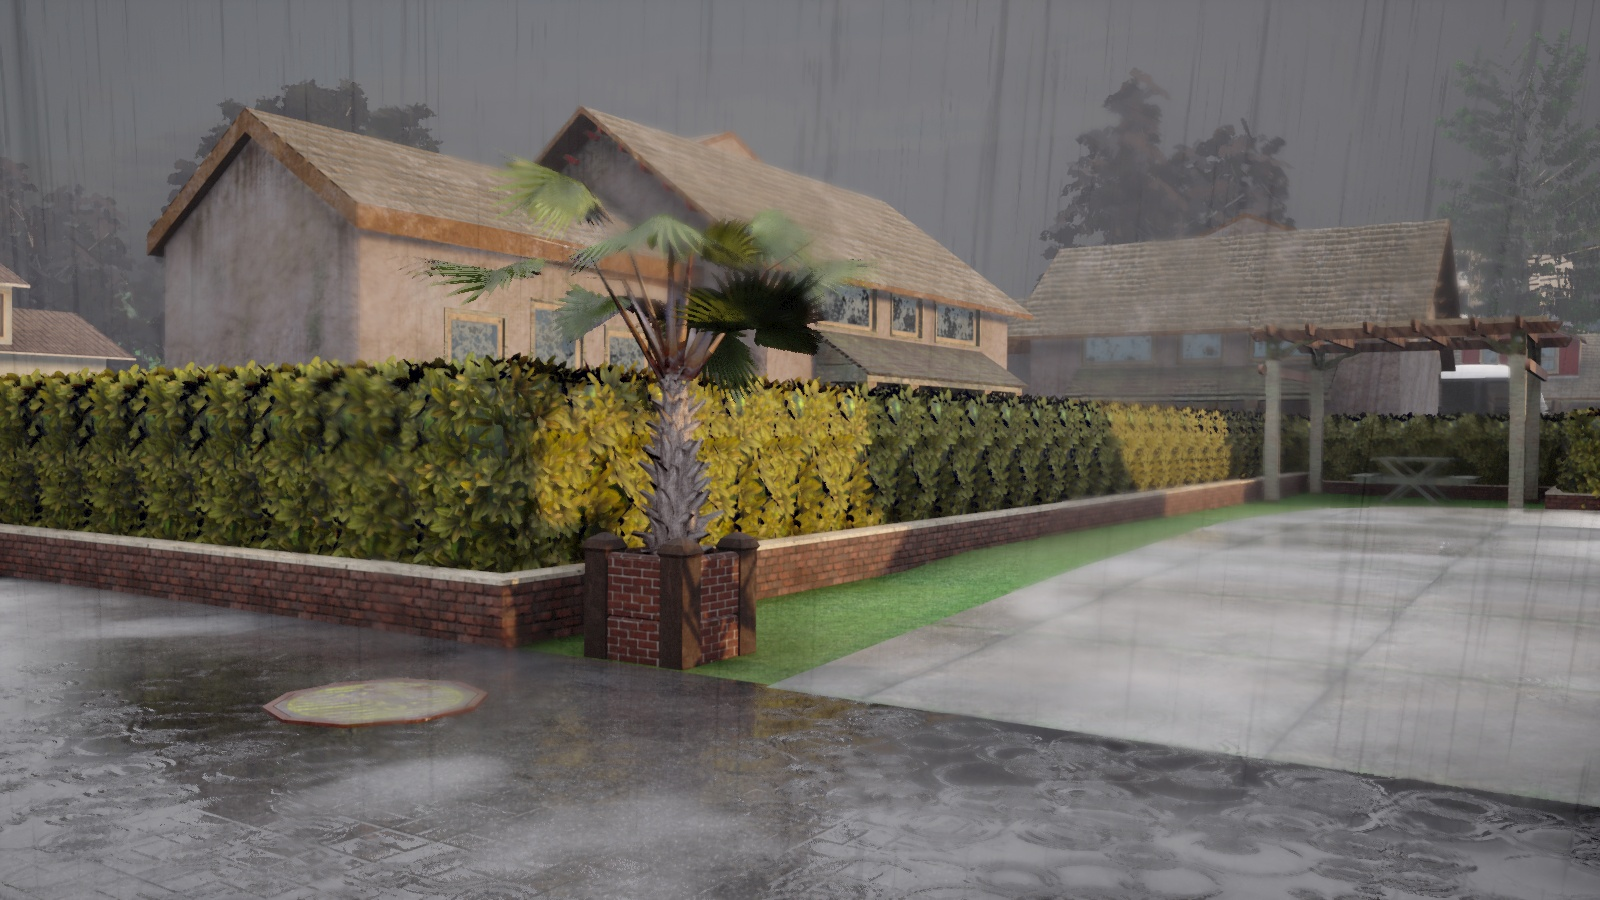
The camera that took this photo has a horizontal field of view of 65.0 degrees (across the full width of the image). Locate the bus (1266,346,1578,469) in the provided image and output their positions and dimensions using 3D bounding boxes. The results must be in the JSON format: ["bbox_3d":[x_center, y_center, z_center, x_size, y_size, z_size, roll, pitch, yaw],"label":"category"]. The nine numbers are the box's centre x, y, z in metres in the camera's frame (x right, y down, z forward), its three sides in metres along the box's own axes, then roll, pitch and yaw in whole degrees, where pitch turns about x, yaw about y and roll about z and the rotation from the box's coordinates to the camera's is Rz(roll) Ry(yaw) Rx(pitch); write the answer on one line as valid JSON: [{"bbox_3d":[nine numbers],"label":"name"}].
[{"bbox_3d":[23.611,-1.514,47.973,10.273,4.253,3.944,0,1,34],"label":"bus"}]
